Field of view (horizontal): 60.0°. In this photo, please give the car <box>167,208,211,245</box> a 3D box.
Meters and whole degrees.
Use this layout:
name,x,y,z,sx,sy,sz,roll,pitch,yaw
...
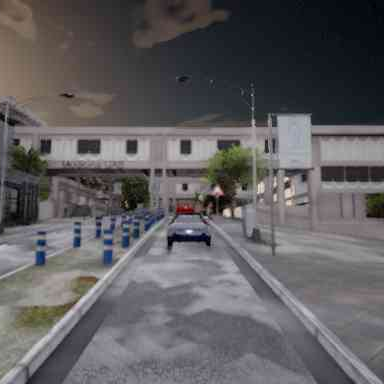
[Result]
name,x,y,z,sx,sy,sz,roll,pitch,yaw
car,-0.160,1.658,16.004,1.994,1.385,4.181,0,-1,-1

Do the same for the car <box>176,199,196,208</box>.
name,x,y,z,sx,sy,sz,roll,pitch,yaw
car,-0.702,1.958,39.251,2.150,2.045,5.566,0,-4,-1
